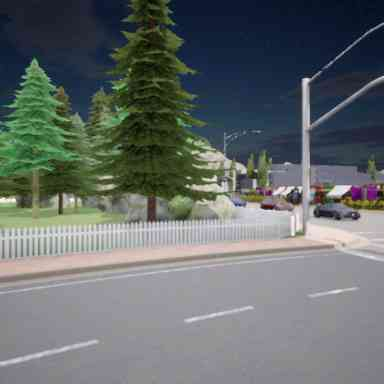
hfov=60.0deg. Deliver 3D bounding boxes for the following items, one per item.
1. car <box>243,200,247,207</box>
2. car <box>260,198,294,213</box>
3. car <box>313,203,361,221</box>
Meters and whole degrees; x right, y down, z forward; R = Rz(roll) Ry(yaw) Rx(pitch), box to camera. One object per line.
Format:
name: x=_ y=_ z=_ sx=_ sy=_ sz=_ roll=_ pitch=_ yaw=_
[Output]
car: x=6.352 y=1.556 z=48.737 sx=1.882 sy=1.535 sz=5.008 roll=0 pitch=0 yaw=-16
car: x=9.561 y=1.429 z=37.751 sx=2.097 sy=1.767 sz=4.553 roll=0 pitch=0 yaw=-16
car: x=12.282 y=1.639 z=28.451 sx=1.994 sy=1.385 sz=4.181 roll=0 pitch=0 yaw=-16
